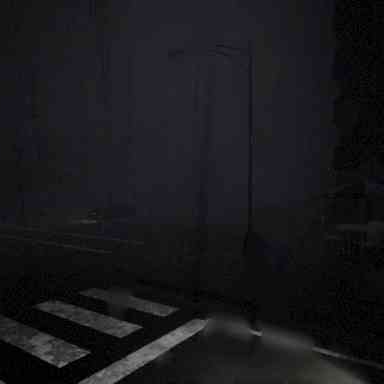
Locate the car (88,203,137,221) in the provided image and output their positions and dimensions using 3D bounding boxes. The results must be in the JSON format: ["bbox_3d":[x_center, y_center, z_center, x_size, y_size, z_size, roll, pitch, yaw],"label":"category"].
[{"bbox_3d":[-6.723,1.619,28.453,1.994,1.385,4.181,0,0,36],"label":"car"}]
